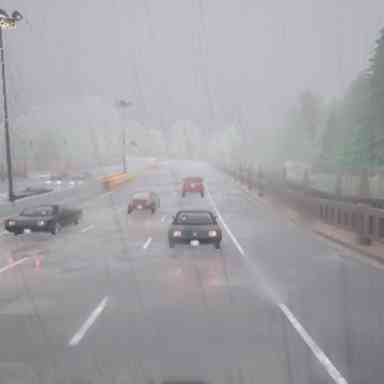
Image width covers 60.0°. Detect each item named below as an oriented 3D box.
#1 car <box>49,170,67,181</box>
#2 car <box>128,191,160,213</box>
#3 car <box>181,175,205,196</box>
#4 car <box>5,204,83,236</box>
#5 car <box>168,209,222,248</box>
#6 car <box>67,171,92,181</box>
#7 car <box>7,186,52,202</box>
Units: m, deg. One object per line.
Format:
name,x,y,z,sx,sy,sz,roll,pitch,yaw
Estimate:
car,-20.905,-2.645,52.773,1.837,1.490,4.892,0,7,0
car,-3.397,0.624,23.839,1.812,1.442,4.674,0,5,0
car,0.108,-0.766,34.299,2.150,2.045,5.566,0,6,0
car,-6.898,1.224,16.154,1.895,1.301,4.718,0,3,0
car,0.102,1.349,13.537,1.895,1.301,4.718,0,2,0
car,-17.406,-2.625,52.756,2.033,1.411,5.357,0,7,0
car,-14.090,0.207,29.107,1.895,1.301,4.718,0,6,0
